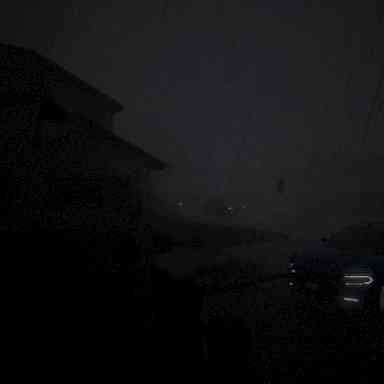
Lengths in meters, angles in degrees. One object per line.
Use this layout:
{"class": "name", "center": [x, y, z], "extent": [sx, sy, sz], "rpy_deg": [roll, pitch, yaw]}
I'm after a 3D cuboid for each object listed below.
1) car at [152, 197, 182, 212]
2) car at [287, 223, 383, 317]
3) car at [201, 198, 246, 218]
{"class": "car", "center": [-3.047, 1.352, 38.484], "extent": [2.097, 1.767, 4.553], "rpy_deg": [0, 0, -35]}
{"class": "car", "center": [4.276, 1.477, 7.643], "extent": [5.008, 1.535, 1.882], "rpy_deg": [0, 0, -35]}
{"class": "car", "center": [2.796, 1.352, 30.209], "extent": [2.097, 1.767, 4.553], "rpy_deg": [0, 0, -36]}
